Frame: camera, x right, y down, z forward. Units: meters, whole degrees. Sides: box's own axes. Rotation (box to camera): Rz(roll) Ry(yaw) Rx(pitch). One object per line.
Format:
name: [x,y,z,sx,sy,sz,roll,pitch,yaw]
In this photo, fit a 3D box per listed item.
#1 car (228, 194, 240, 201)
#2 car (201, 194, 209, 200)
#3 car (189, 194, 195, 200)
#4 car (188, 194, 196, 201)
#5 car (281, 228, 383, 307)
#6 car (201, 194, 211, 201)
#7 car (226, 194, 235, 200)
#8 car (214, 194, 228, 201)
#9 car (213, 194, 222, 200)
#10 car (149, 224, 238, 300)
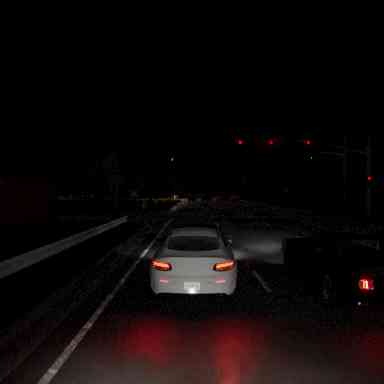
car: [10.512,1.469,80.773,1.882,1.535,5.008,0,0,0]
car: [3.513,1.357,91.194,2.128,1.511,4.902,0,0,0]
car: [0.013,1.332,91.194,1.837,1.490,4.892,0,0,0]
car: [0.012,1.531,80.775,2.033,1.411,5.357,0,0,0]
car: [3.564,1.601,7.906,1.895,1.301,4.718,0,0,0]
car: [3.512,1.348,81.161,2.097,1.767,4.553,0,0,0]
car: [10.513,1.310,91.193,1.882,1.535,5.008,0,0,0]
car: [7.012,1.348,81.160,2.097,1.767,4.553,0,0,0]
car: [7.013,1.357,91.193,2.128,1.511,4.902,0,0,0]
car: [0.075,1.526,8.297,1.812,1.442,4.674,0,0,2]
